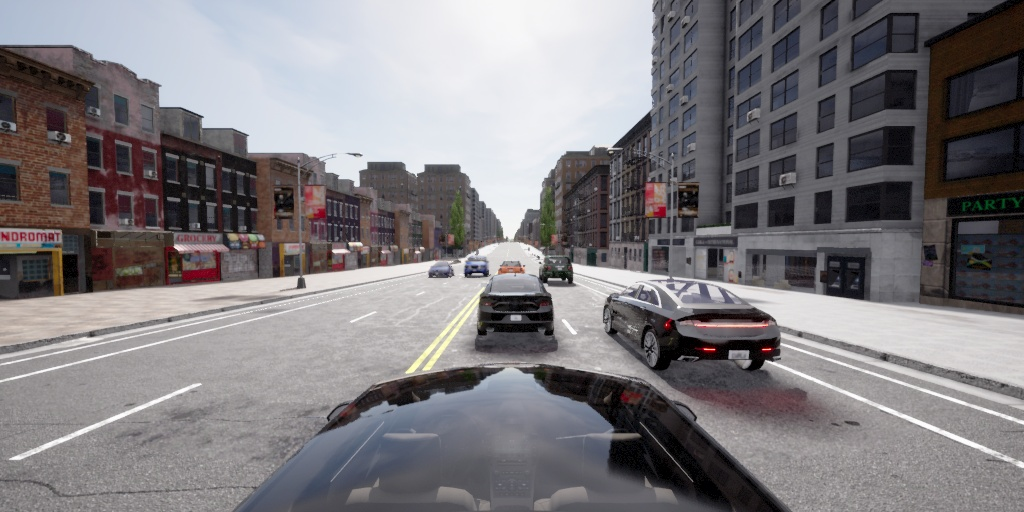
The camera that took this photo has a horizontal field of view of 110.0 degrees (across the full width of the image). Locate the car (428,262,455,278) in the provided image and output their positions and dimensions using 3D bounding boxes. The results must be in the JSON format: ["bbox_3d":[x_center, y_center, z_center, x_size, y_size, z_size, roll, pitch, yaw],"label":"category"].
[{"bbox_3d":[-6.645,1.301,34.122,1.812,1.442,4.674,0,0,0],"label":"car"}]

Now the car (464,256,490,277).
[{"bbox_3d":[-3.408,0.998,35.532,2.150,2.045,5.566,0,0,0],"label":"car"}]

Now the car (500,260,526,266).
[{"bbox_3d":[0.027,1.126,29.614,2.097,1.767,4.553,0,0,3],"label":"car"}]

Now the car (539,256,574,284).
[{"bbox_3d":[3.312,0.994,27.537,2.150,2.045,5.566,0,0,0],"label":"car"}]

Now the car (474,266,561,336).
[{"bbox_3d":[0.086,1.233,10.479,1.882,1.535,5.008,0,0,0],"label":"car"}]

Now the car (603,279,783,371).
[{"bbox_3d":[3.338,1.243,7.701,2.128,1.511,4.902,0,0,0],"label":"car"}]
